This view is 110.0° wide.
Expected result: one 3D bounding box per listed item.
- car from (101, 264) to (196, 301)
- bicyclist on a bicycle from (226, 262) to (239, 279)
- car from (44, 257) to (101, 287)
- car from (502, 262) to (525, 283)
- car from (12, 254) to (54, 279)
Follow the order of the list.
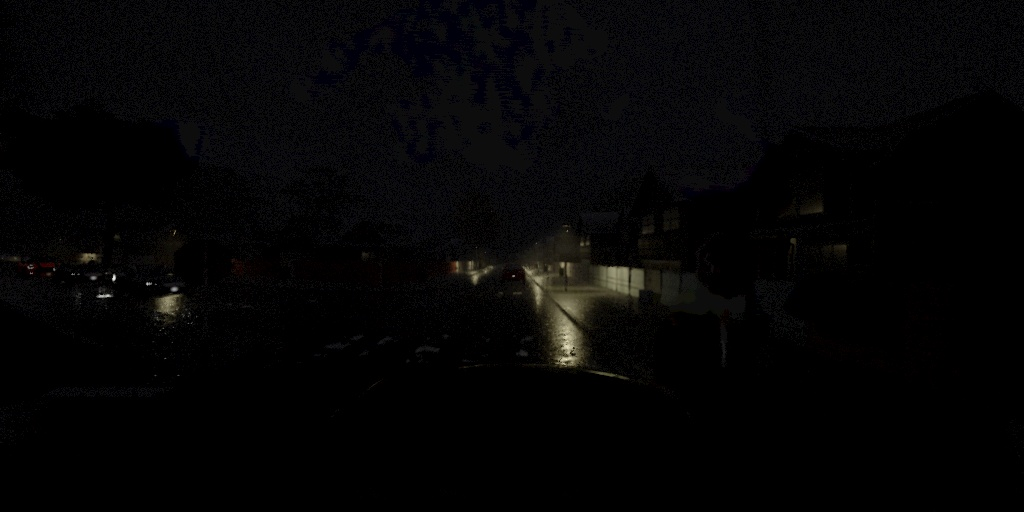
[{"bbox_3d":[-16.592,1.141,16.585,4.902,1.511,2.128,1,0,30],"label":"car"},{"bbox_3d":[-20.314,0.859,25.448,0.582,1.620,1.656,1,1,30],"label":"bicyclist on a bicycle"},{"bbox_3d":[-26.936,1.028,22.481,4.902,1.511,2.128,1,0,30],"label":"car"},{"bbox_3d":[0.143,1.464,30.813,1.882,1.535,5.008,0,-1,0],"label":"car"},{"bbox_3d":[-36.715,0.778,28.059,4.553,1.767,2.097,1,1,30],"label":"car"}]
